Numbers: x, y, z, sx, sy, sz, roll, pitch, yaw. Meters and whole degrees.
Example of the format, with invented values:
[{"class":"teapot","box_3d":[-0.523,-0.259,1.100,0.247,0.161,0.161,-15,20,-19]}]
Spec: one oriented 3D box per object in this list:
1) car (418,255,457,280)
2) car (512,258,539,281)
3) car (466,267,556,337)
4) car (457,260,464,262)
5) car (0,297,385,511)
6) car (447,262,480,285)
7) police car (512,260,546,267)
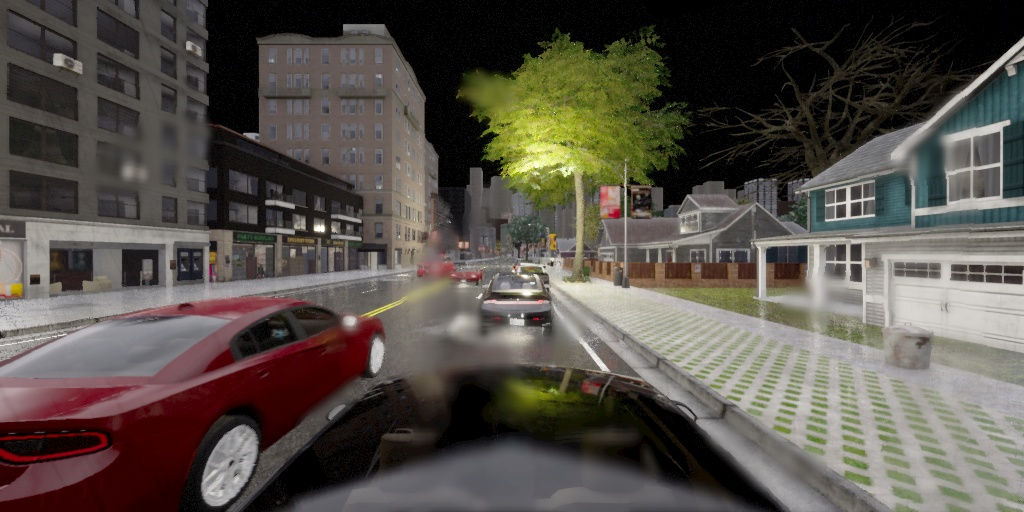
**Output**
[{"class":"car","box_3d":[-6.517,0.951,31.239,2.150,2.045,5.566,0,0,0]},{"class":"car","box_3d":[1.054,1.082,30.370,2.097,1.767,4.553,0,0,0]},{"class":"car","box_3d":[0.122,1.239,10.260,2.128,1.511,4.902,0,0,0]},{"class":"car","box_3d":[-9.606,1.299,64.583,1.895,1.301,4.718,0,0,1]},{"class":"car","box_3d":[-3.143,1.227,4.274,1.882,1.535,5.008,0,0,0]},{"class":"car","box_3d":[-3.083,1.336,25.537,1.895,1.301,4.718,0,0,0]},{"class":"police car","box_3d":[1.027,1.165,20.510,1.930,1.638,5.238,0,0,0]}]
